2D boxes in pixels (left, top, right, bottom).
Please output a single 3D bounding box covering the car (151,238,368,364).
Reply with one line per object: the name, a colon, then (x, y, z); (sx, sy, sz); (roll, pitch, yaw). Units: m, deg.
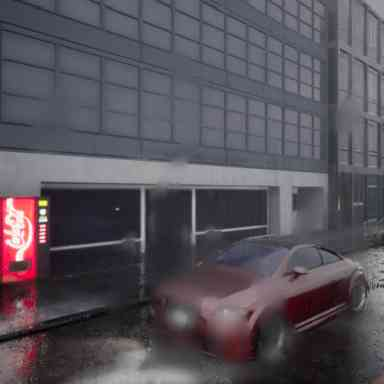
car: (1.375, 1.563, 5.900); (4.181, 1.385, 1.994); (0, 0, -40)
